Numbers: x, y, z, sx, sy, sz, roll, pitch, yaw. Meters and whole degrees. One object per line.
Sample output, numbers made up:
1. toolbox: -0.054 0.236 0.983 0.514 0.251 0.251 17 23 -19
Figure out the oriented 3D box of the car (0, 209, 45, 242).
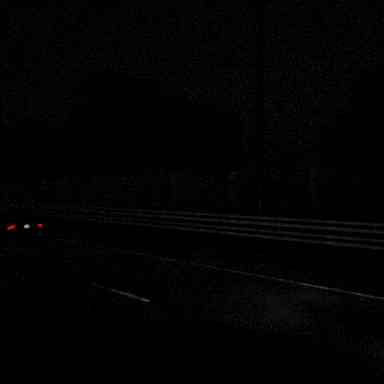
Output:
1. car: -9.152 1.546 16.107 5.357 1.411 2.033 0 0 39
